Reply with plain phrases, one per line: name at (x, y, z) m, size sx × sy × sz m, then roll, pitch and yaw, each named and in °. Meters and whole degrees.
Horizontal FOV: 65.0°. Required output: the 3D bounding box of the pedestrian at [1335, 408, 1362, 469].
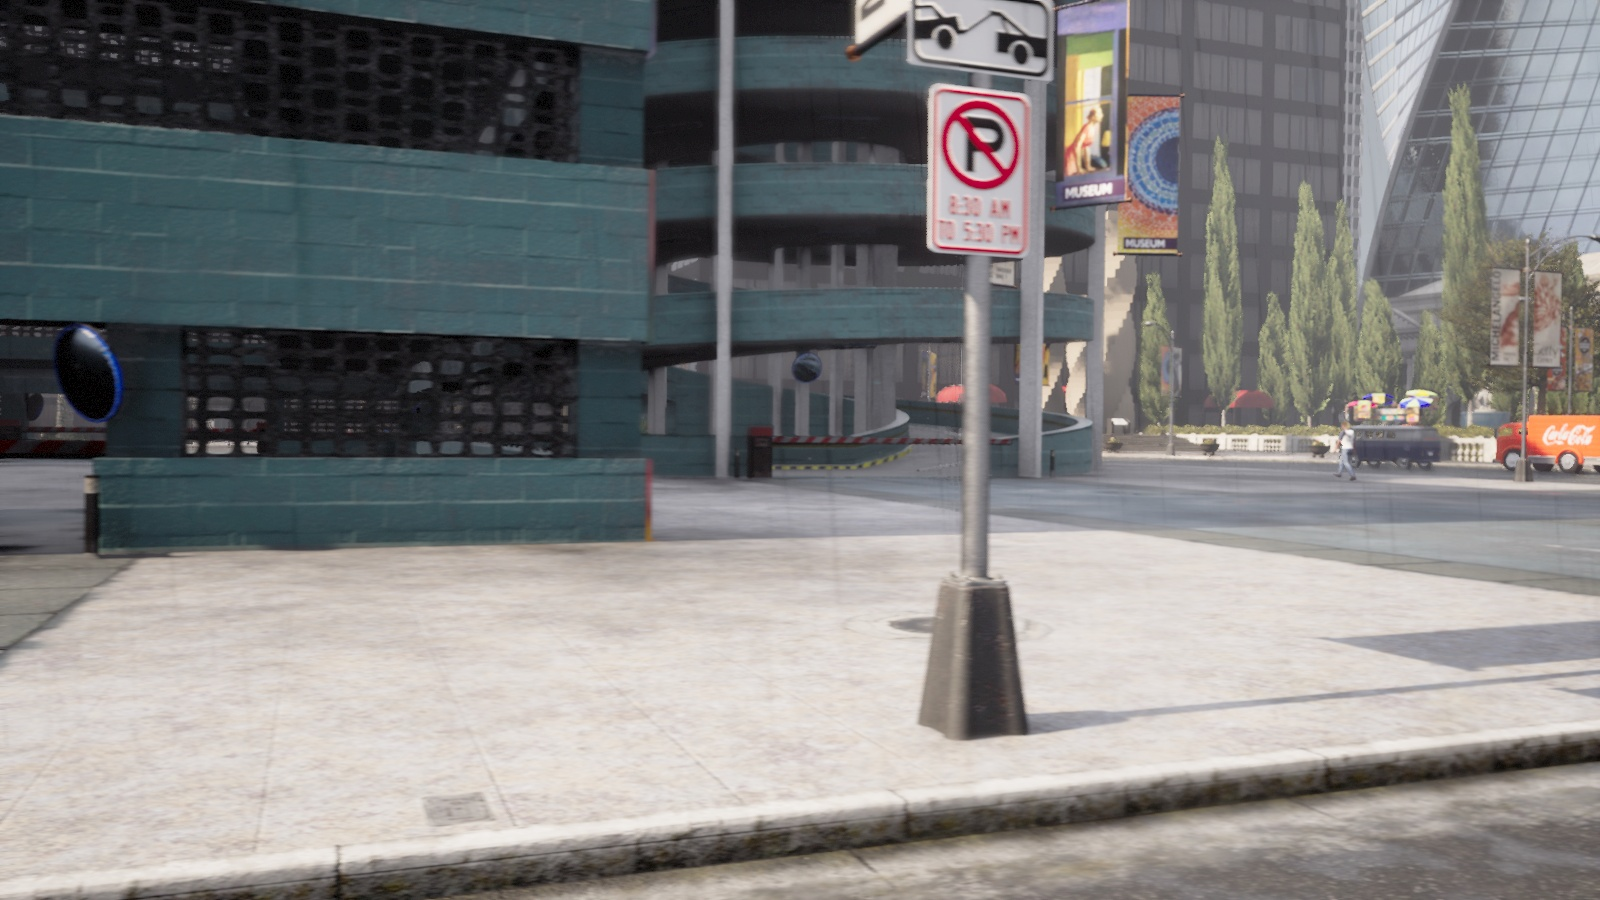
pedestrian at (16.730, -0.360, 38.331) m, size 0.354 × 1.836 × 0.706 m, roll -1°, pitch 1°, yaw -22°

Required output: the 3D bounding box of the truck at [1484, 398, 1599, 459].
truck at (32.651, -0.934, 53.948) m, size 2.627 × 2.467 × 5.204 m, roll -1°, pitch 1°, yaw -23°

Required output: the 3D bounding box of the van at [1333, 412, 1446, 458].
van at (26.854, -0.688, 57.352) m, size 1.775 × 1.987 × 4.442 m, roll -1°, pitch 1°, yaw -30°
